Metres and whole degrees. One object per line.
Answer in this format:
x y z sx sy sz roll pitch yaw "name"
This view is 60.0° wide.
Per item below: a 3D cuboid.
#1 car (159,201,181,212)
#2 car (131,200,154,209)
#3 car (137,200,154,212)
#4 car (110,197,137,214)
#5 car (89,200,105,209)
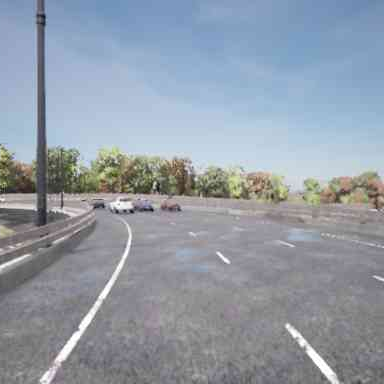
-3.052 1.943 46.249 1.812 1.442 4.674 0 0 -25 "car"
-8.520 2.107 56.893 2.033 1.411 5.357 0 -1 -32 "car"
-6.776 2.015 45.916 1.994 1.385 4.181 0 -1 -25 "car"
-9.104 1.666 42.748 2.150 2.045 5.566 0 -1 -24 "car"
-16.074 2.129 55.907 1.837 1.490 4.892 0 -1 -34 "car"
